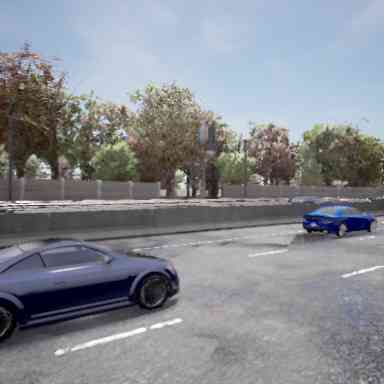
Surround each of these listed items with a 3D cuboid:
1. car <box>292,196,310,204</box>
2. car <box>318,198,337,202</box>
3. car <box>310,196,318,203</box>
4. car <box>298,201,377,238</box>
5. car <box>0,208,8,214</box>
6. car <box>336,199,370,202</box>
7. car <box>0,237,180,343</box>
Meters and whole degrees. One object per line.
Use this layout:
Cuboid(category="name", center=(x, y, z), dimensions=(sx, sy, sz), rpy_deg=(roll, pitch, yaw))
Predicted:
Cuboid(category="car", center=(17.261, 1.420, 50.554), dimensions=(4.553, 1.767, 2.097), rpy_deg=(0, 0, -35))
Cuboid(category="car", center=(18.919, 1.653, 43.164), dimensions=(4.718, 1.301, 1.895), rpy_deg=(0, 0, -35))
Cuboid(category="car", center=(19.779, 1.554, 48.053), dimensions=(4.902, 1.511, 2.128), rpy_deg=(0, 0, -35))
Cuboid(category="car", center=(8.112, 1.495, 18.092), dimensions=(5.008, 1.535, 1.882), rpy_deg=(0, 0, -35))
Cuboid(category="car", center=(-15.506, 1.523, 23.023), dimensions=(5.008, 1.535, 1.882), rpy_deg=(0, 0, -35))
Cuboid(category="car", center=(19.790, 1.536, 39.502), dimensions=(4.902, 1.511, 2.128), rpy_deg=(0, 0, -35))
Cuboid(category="car", center=(-2.309, 1.575, 6.392), dimensions=(4.181, 1.385, 1.994), rpy_deg=(0, 0, -35))
